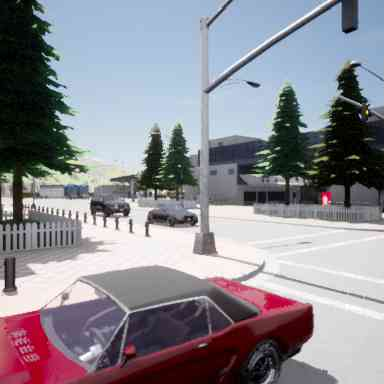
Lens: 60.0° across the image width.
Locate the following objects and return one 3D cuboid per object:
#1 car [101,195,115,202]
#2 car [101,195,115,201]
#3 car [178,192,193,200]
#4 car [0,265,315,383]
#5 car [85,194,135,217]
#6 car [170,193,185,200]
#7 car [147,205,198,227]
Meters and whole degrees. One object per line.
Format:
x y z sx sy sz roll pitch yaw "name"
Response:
-18.884 1.378 75.056 1.845 1.501 3.633 0 0 -37 "car"
-20.912 1.388 82.792 1.970 1.475 3.806 0 0 -37 "car"
-1.789 1.073 88.079 1.905 1.878 3.866 0 0 -37 "car"
-0.848 1.600 3.504 4.718 1.301 1.895 0 0 -36 "car"
-7.837 1.232 31.401 2.150 2.045 5.566 0 0 -37 "car"
-3.877 1.095 86.017 1.932 1.855 4.605 0 0 -37 "car"
-1.401 1.575 22.884 1.994 1.385 4.181 0 0 -37 "car"
